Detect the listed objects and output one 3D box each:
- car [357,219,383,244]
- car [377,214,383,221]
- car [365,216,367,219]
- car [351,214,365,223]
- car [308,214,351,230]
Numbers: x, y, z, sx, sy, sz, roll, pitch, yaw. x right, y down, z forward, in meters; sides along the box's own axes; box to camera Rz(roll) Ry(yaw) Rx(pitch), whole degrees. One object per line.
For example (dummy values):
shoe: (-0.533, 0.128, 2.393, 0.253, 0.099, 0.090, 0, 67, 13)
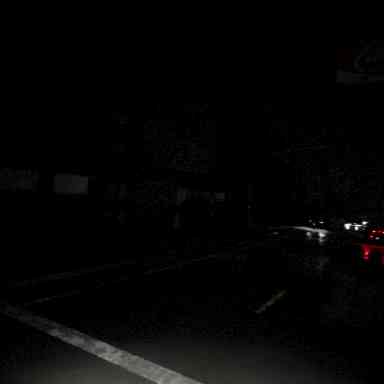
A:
car: (13.293, 2.979, 23.673, 2.128, 1.511, 4.902, 4, -3, 31)
car: (30.300, 4.631, 52.539, 1.895, 1.301, 4.718, 4, -1, 29)
car: (31.641, 4.776, 62.282, 1.812, 1.442, 4.674, 4, -1, 30)
car: (23.878, 4.035, 49.057, 1.994, 1.385, 4.181, 4, -1, 30)
car: (14.116, 3.061, 34.599, 4.674, 1.442, 1.812, 4, 0, -35)
